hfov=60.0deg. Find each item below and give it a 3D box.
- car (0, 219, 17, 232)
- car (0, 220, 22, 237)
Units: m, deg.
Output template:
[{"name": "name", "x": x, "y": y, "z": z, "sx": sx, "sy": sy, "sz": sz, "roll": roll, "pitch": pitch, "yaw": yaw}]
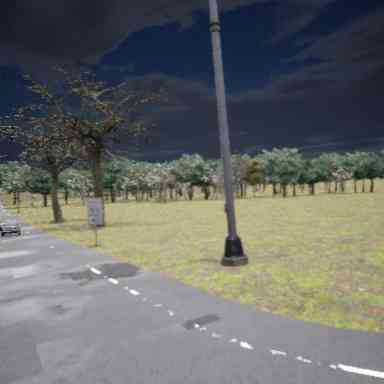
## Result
[{"name": "car", "x": -25.743, "y": 4.627, "z": 46.454, "sx": 1.895, "sy": 1.301, "sz": 4.718, "roll": -4, "pitch": -1, "yaw": -30}, {"name": "car", "x": -19.909, "y": 4.033, "z": 36.654, "sx": 2.033, "sy": 1.411, "sz": 5.357, "roll": -4, "pitch": -1, "yaw": -30}]
